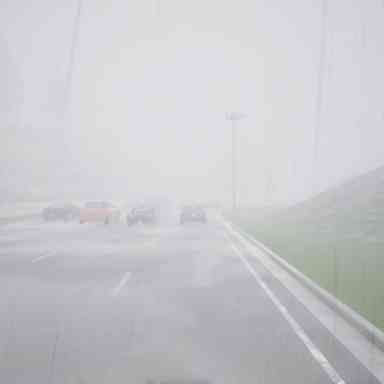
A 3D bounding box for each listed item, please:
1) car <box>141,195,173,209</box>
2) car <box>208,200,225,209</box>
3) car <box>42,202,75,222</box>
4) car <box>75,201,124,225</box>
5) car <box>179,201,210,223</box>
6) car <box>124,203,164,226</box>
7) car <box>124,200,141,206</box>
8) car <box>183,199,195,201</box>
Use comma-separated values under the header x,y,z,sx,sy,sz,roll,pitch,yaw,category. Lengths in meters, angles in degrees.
x,y,z,sx,sy,sz,roll,pitch,yaw,category
-4.537,1.399,46.145,2.150,2.045,5.566,0,0,18,car
3.286,1.782,47.275,1.895,1.301,4.718,0,0,22,car
-10.405,1.582,27.256,1.882,1.535,5.008,0,0,0,car
-6.905,1.449,25.384,2.097,1.767,4.553,0,0,0,car
0.097,1.665,26.223,1.994,1.385,4.181,0,0,0,car
-3.407,1.694,24.239,1.895,1.301,4.718,0,0,0,car
-8.026,1.745,47.091,1.994,1.385,4.181,0,0,17,car
-0.343,1.707,47.384,1.812,1.442,4.674,0,0,20,car
